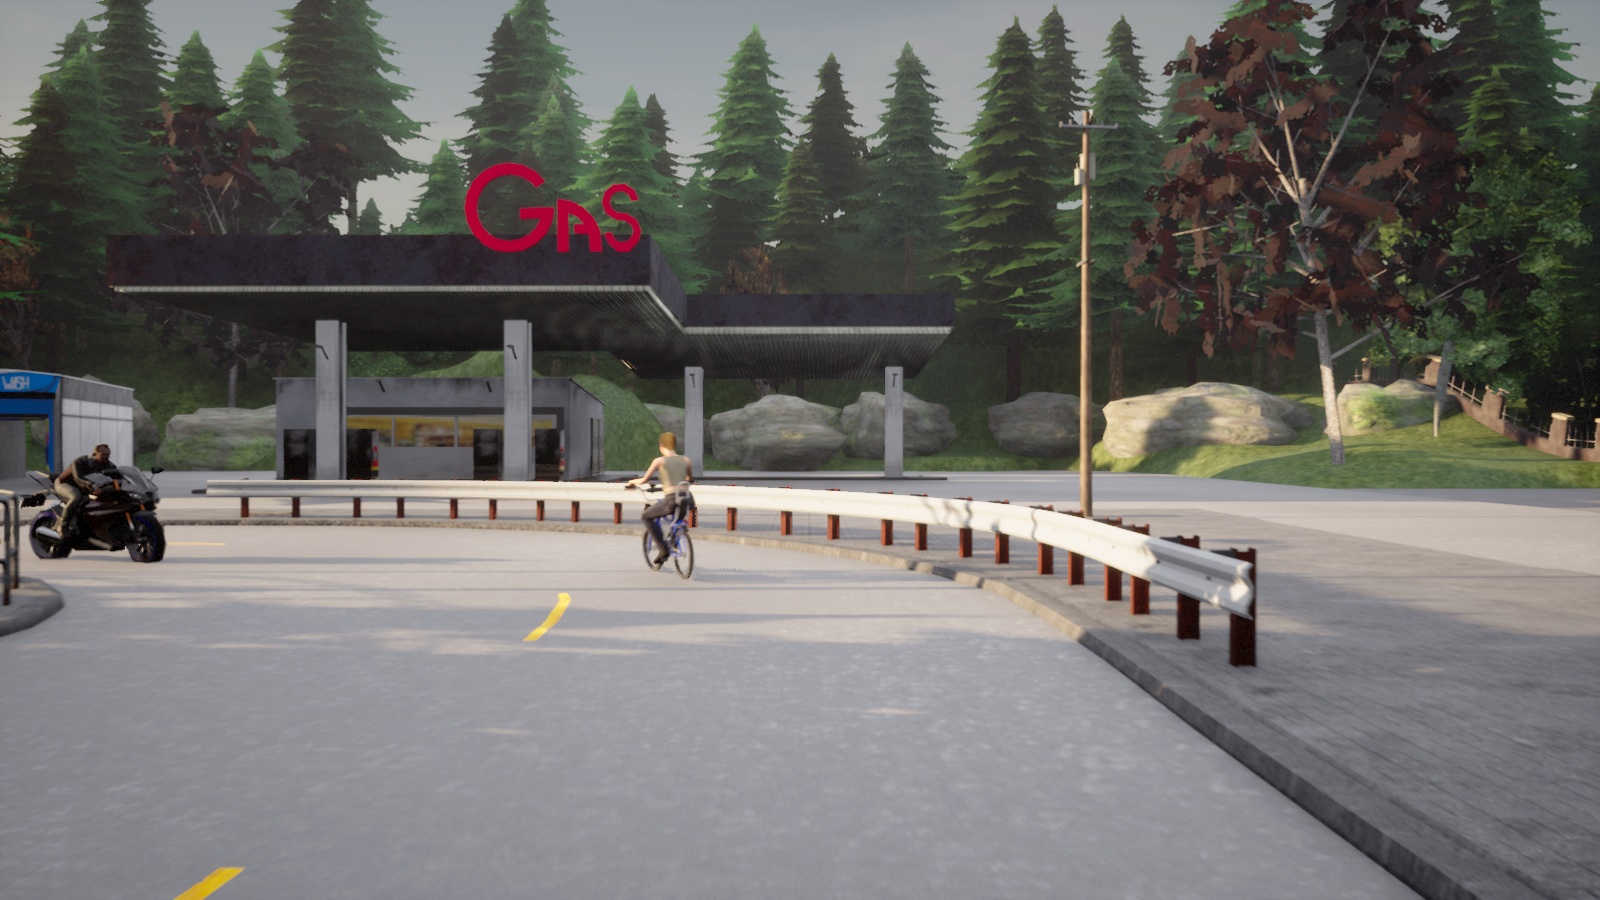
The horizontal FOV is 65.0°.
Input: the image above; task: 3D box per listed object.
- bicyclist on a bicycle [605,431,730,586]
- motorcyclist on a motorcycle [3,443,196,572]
[{"bbox_3d":[-1.509,0.605,14.064,0.866,1.612,1.509,-2,1,-27],"label":"bicyclist on a bicycle"},{"bbox_3d":[-8.820,0.687,15.811,2.191,1.530,0.866,0,1,20],"label":"motorcyclist on a motorcycle"}]
